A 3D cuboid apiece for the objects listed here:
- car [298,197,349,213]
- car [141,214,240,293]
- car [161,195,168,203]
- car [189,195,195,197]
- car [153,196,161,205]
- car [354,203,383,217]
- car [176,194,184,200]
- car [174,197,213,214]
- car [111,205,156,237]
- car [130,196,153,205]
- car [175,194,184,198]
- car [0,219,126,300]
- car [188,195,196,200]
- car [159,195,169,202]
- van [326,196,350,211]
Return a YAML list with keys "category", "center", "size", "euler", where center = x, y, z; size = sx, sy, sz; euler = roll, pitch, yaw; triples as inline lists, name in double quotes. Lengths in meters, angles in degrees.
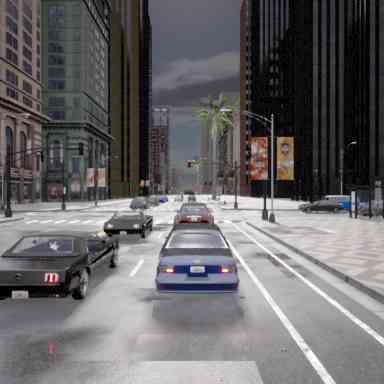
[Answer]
- category: "car"
  center: [13.729, 1.509, 35.471]
  size: [4.674, 1.442, 1.812]
  euler: [0, 0, 2]
- category: "car"
  center: [0.100, 1.547, 8.963]
  size: [2.033, 1.411, 5.357]
  euler: [0, 0, 0]
- category: "car"
  center: [-6.533, 1.481, 67.068]
  size: [1.882, 1.535, 5.008]
  euler: [0, 0, 0]
- category: "car"
  center: [-0.021, 1.529, 80.561]
  size: [1.812, 1.442, 4.674]
  euler: [0, 0, 0]
- category: "car"
  center: [-6.601, 1.507, 54.455]
  size: [1.837, 1.490, 4.892]
  euler: [0, 0, 0]
- category: "car"
  center: [17.064, 1.549, 29.613]
  size: [4.403, 1.369, 2.008]
  euler: [0, 0, 0]
- category: "car"
  center: [-3.274, 1.316, 90.405]
  size: [1.882, 1.535, 5.008]
  euler: [0, 0, 0]
- category: "car"
  center: [0.115, 1.352, 18.406]
  size: [2.097, 1.767, 4.553]
  euler: [0, 0, 0]
- category: "car"
  center: [-3.159, 1.601, 17.503]
  size: [1.895, 1.301, 4.718]
  euler: [0, 0, 0]
- category: "car"
  center: [-6.607, 1.352, 42.491]
  size: [2.097, 1.767, 4.553]
  euler: [0, 0, 0]
- category: "car"
  center: [-3.271, 1.522, 80.402]
  size: [1.812, 1.442, 4.674]
  euler: [0, 0, 0]
- category: "car"
  center: [-3.151, 1.601, 8.335]
  size: [1.895, 1.301, 4.718]
  euler: [0, 0, 0]
- category: "car"
  center: [-0.024, 1.546, 91.476]
  size: [2.033, 1.411, 5.357]
  euler: [0, 0, 0]
- category: "car"
  center: [-6.520, 1.529, 77.297]
  size: [1.812, 1.442, 4.674]
  euler: [0, 0, 0]
- category: "van"
  center: [17.057, 1.315, 38.137]
  size: [3.998, 1.788, 1.690]
  euler: [0, 0, 0]
